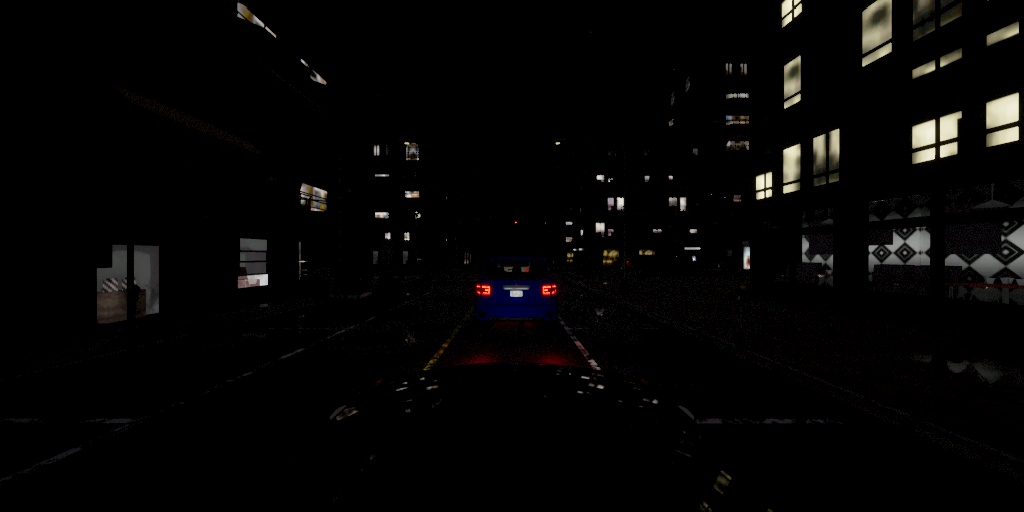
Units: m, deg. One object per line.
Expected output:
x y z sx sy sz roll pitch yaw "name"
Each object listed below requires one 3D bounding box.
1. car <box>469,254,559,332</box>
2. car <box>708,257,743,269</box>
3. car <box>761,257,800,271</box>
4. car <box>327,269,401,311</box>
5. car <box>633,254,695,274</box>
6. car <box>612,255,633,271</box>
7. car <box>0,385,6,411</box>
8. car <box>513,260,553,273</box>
0.106 0.971 11.021 2.150 2.045 5.566 0 0 0 "car"
25.702 0.824 42.859 4.207 1.307 1.802 0 0 0 "car"
25.831 0.822 34.479 4.313 1.339 1.948 0 0 0 "car"
-5.729 1.332 14.429 1.802 1.307 4.207 0 0 0 "car"
14.738 0.778 34.392 5.009 1.841 2.192 0 0 0 "car"
14.610 0.764 42.771 5.009 1.841 2.192 0 0 0 "car"
-5.690 1.300 1.512 2.007 1.370 4.403 0 0 0 "car"
2.470 1.236 43.306 4.674 1.442 1.812 -1 -1 41 "car"
